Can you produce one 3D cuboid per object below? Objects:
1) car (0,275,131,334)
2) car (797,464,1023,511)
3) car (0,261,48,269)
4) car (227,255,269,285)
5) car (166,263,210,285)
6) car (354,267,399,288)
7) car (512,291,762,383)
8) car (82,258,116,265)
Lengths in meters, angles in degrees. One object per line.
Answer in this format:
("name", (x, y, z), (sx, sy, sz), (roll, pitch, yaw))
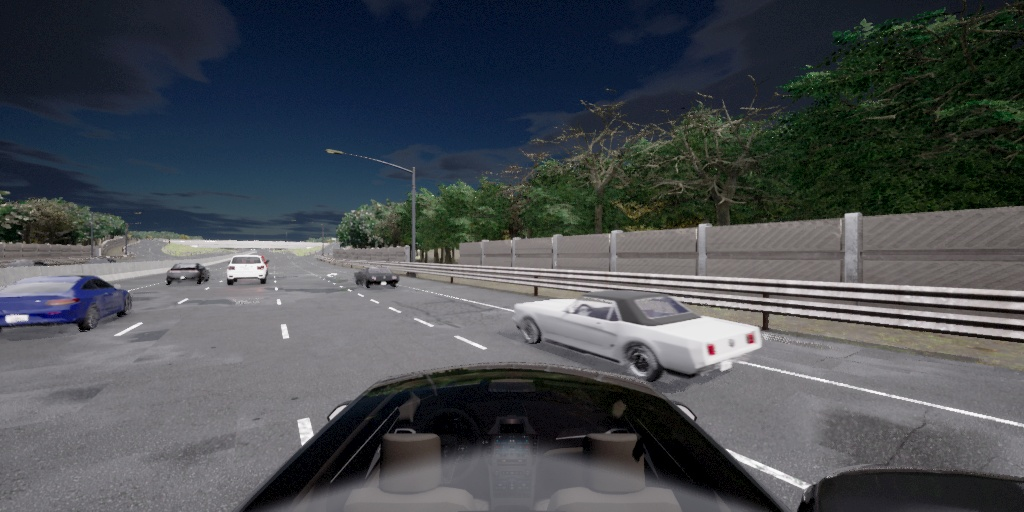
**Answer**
("car", (-12.697, 1.272, 10.181), (1.812, 1.442, 4.674), (0, 0, -34))
("car", (2.985, 1.315, 0.468), (4.181, 1.385, 1.994), (0, 0, 34))
("car", (-45.408, 1.218, 33.486), (1.837, 1.490, 4.892), (0, 0, -33))
("car", (-19.274, 0.957, 26.216), (2.150, 2.045, 5.566), (0, 0, -34))
("car", (-23.212, 1.224, 25.802), (2.128, 1.511, 4.902), (0, 0, -34))
("car", (-8.947, 1.344, 23.387), (1.895, 1.301, 4.718), (0, 0, -34))
("car", (1.983, 1.350, 7.232), (1.895, 1.301, 4.718), (0, 0, -34))
("car", (-44.871, 1.059, 39.021), (2.097, 1.767, 4.553), (0, 0, -33))
